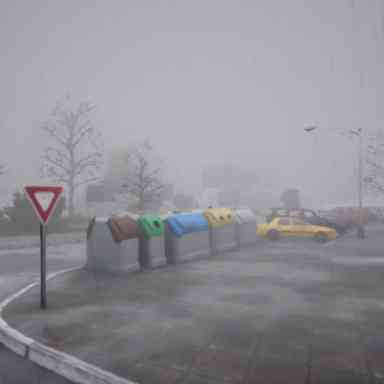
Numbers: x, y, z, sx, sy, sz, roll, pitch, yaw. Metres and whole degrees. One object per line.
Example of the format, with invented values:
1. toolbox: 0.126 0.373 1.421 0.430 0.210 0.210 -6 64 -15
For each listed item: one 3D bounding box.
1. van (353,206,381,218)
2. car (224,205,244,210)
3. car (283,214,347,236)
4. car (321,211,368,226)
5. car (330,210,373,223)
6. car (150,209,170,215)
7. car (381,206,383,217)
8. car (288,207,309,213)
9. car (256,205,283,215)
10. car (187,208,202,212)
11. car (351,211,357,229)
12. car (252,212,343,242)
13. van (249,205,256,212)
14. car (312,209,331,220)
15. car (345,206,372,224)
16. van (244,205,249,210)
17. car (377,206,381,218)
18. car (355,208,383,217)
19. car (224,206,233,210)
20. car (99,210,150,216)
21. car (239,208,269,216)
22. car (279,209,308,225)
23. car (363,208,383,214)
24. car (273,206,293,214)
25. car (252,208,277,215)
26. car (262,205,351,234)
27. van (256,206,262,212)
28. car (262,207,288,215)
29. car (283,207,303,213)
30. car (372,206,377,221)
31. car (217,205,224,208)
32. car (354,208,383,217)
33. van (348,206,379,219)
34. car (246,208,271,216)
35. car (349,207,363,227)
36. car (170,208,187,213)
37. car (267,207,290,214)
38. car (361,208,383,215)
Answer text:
1. van: 32.782 3.722 62.414 4.442 1.987 1.878 1 -1 13
2. car: 5.021 3.114 52.959 5.566 2.045 2.435 -1 -2 13
3. car: 9.876 2.638 27.124 4.674 1.452 2.002 1 -1 13
4. car: 18.102 3.112 39.719 4.792 1.488 2.163 1 -1 13
5. car: 21.383 3.305 44.753 4.792 1.488 2.163 1 -1 13
6. car: -5.376 2.751 36.946 4.892 1.521 2.231 -1 -2 13
7. car: 26.366 3.314 52.304 5.566 2.045 2.435 1 -2 13
8. car: 28.965 4.805 90.512 5.008 1.535 2.097 -1 -2 11
9. car: 16.372 3.785 70.416 5.566 2.045 2.435 -1 -2 13
10. car: -1.646 2.998 42.626 4.792 1.488 2.163 -1 -3 13
11. car: 11.541 2.698 29.650 5.008 1.535 2.097 1 -1 13
12. car: 6.742 2.382 22.040 5.366 1.575 1.946 1 -2 13
13. van: 8.409 3.330 57.918 4.442 1.987 1.878 -1 -3 13
14. car: 20.031 3.488 51.341 1.837 1.490 4.892 -1 -2 33
15. car: 16.465 2.735 37.206 5.566 2.045 2.435 1 -1 13
16. van: 6.788 3.234 55.423 4.442 1.987 1.878 -1 -3 13
17. car: 23.087 3.122 47.272 5.566 2.045 2.435 1 -2 13
18. car: 36.157 4.142 67.448 5.008 1.535 2.097 1 -1 12
19. car: 3.426 3.309 50.454 4.674 1.452 2.002 -1 -3 13
20. car: -7.240 2.641 34.111 4.892 1.521 2.231 -1 -3 13
21. car: 11.721 3.744 62.882 5.366 1.575 1.946 0 -3 13
22. car: 11.900 2.854 38.867 2.097 1.767 4.553 -1 -2 33
23. car: 45.663 4.720 82.867 5.008 1.535 2.097 1 -1 10
24. car: 21.235 4.198 77.897 4.553 1.767 2.185 -1 -2 12
25. car: 14.810 3.969 67.905 4.792 1.488 2.163 -1 -3 13
26. car: 8.255 2.243 24.613 5.566 2.045 2.435 1 -2 13
27. van: 10.031 3.426 60.415 4.442 1.987 1.878 -1 -3 13
28. car: 18.193 4.127 72.863 5.366 1.575 1.946 -1 -3 13
29. car: 25.868 4.642 85.447 4.792 1.488 2.163 -1 -2 12
30. car: 19.749 2.928 42.240 5.566 2.045 2.435 1 -1 13
31. car: 1.833 3.047 47.953 4.553 1.767 2.185 -1 -2 13
32. car: 34.707 4.047 64.882 5.366 1.575 1.946 1 -2 13
33. van: 29.503 3.530 57.362 4.442 1.987 1.878 1 -1 13
34. car: 13.131 3.874 65.417 4.792 1.488 2.163 -1 -2 13
35. car: 14.815 2.765 34.701 4.553 1.767 2.185 1 -2 13
36. car: -3.709 2.858 39.826 5.366 1.575 1.946 -1 -2 13
37. car: 19.618 4.229 75.394 4.892 1.521 2.231 0 -2 13
38. car: 42.543 4.527 77.701 5.008 1.535 2.097 1 -2 11
